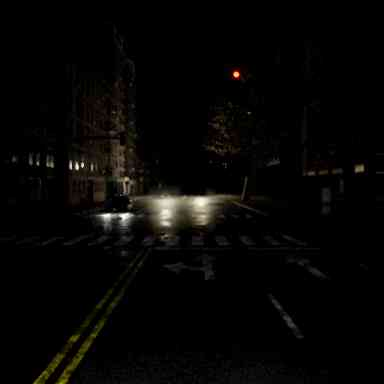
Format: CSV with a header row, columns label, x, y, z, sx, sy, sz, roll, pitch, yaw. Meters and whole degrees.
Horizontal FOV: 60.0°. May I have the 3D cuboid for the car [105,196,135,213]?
label,x,y,z,sx,sy,sz,roll,pitch,yaw
car,-6.500,1.129,30.144,1.812,1.442,4.674,0,2,0

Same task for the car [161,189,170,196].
label,x,y,z,sx,sy,sz,roll,pitch,yaw
car,-6.515,-0.001,81.634,2.097,1.767,4.553,0,1,0
